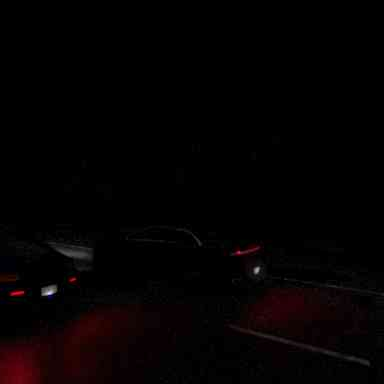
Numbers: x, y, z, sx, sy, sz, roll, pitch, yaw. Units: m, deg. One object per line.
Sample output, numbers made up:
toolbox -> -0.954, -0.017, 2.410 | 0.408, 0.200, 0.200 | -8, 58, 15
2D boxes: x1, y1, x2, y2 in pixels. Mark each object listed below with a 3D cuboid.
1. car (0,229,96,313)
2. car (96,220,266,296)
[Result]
car -> -4.354, 1.539, 7.100 | 4.674, 1.442, 1.812 | 0, 0, 35
car -> -0.546, 1.501, 8.685 | 4.902, 1.511, 2.128 | 0, 0, 36
